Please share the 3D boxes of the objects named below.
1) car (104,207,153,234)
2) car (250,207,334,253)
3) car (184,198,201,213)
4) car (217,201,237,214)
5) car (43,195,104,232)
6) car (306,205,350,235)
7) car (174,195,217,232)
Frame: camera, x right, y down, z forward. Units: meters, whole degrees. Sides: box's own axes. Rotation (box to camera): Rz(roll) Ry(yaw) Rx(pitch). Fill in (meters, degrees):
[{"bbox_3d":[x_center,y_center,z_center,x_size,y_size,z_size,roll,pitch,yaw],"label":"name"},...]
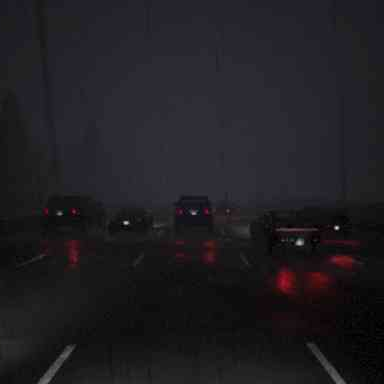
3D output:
[{"bbox_3d":[-3.404,1.552,19.199,1.994,1.385,4.181,0,0,0],"label":"car"},{"bbox_3d":[3.597,1.483,13.532,2.128,1.511,4.902,0,0,0],"label":"car"},{"bbox_3d":[0.078,1.502,38.088,1.812,1.442,4.674,0,0,0],"label":"car"},{"bbox_3d":[3.592,1.579,35.499,1.895,1.301,4.718,0,0,0],"label":"car"},{"bbox_3d":[-6.904,1.209,20.023,2.150,2.045,5.566,0,0,0],"label":"car"},{"bbox_3d":[7.096,1.493,18.719,1.837,1.490,4.892,0,0,0],"label":"car"},{"bbox_3d":[0.096,1.209,20.124,2.150,2.045,5.566,0,0,0],"label":"car"}]
